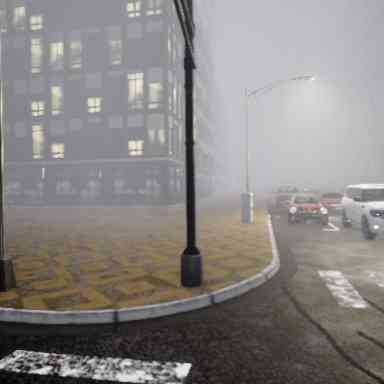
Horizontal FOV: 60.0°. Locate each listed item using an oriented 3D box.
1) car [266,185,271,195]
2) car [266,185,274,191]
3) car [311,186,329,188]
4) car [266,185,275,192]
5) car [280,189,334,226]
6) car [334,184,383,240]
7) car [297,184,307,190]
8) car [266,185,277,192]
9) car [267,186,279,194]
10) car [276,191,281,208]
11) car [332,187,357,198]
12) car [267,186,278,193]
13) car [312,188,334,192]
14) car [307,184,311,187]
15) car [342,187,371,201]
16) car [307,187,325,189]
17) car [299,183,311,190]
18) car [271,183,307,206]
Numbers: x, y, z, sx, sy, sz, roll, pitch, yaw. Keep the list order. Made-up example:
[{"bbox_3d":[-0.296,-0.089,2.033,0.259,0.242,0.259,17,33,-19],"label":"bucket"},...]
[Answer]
[{"bbox_3d":[13.870,-0.213,55.983,1.887,1.381,4.507,1,2,12],"label":"car"},{"bbox_3d":[19.500,-1.043,83.272,1.887,1.381,4.507,1,2,12],"label":"car"},{"bbox_3d":[17.068,0.091,42.912,2.033,1.411,5.357,-1,2,11],"label":"car"},{"bbox_3d":[18.373,-0.856,77.815,1.947,1.339,4.313,1,2,12],"label":"car"},{"bbox_3d":[5.989,0.846,17.775,1.967,1.590,4.097,1,2,12],"label":"car"},{"bbox_3d":[7.815,0.702,13.885,2.150,2.045,5.566,-1,2,12],"label":"car"},{"bbox_3d":[28.850,-1.277,87.119,1.947,1.339,4.313,0,2,12],"label":"car"},{"bbox_3d":[17.248,-0.705,72.356,2.008,1.369,4.403,1,2,12],"label":"car"},{"bbox_3d":[14.996,-0.373,61.441,2.008,1.369,4.403,1,2,12],"label":"car"},{"bbox_3d":[7.114,0.821,23.238,1.802,1.307,4.206,1,2,12],"label":"car"},{"bbox_3d":[19.839,0.051,43.440,1.947,1.339,4.313,0,2,12],"label":"car"},{"bbox_3d":[16.122,-0.545,66.898,1.887,1.381,4.507,1,2,12],"label":"car"},{"bbox_3d":[9.824,0.711,23.607,1.812,1.442,4.674,-1,2,12],"label":"car"},{"bbox_3d":[19.139,-0.200,53.051,1.994,1.385,4.181,-1,2,12],"label":"car"},{"bbox_3d":[18.747,0.171,38.146,1.752,1.417,4.829,0,2,12],"label":"car"},{"bbox_3d":[11.855,0.450,33.438,1.994,1.385,4.181,-1,2,11],"label":"car"},{"bbox_3d":[27.724,-1.362,81.651,2.192,1.841,5.009,0,2,12],"label":"car"},{"bbox_3d":[8.241,0.388,28.687,2.192,1.841,5.009,1,2,12],"label":"car"}]
